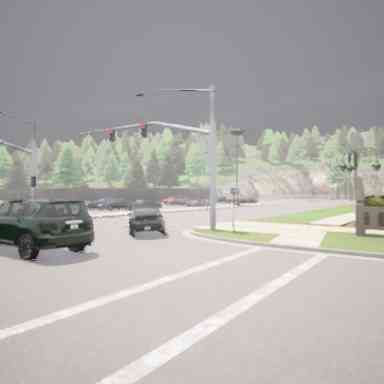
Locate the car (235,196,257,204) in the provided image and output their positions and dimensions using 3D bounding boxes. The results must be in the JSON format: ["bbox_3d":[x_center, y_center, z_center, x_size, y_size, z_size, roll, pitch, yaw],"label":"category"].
[{"bbox_3d":[10.916,1.618,64.974,2.033,1.411,5.357,0,0,36],"label":"car"}]

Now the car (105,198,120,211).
[{"bbox_3d":[-9.848,1.569,42.590,2.128,1.511,4.902,0,0,36],"label":"car"}]

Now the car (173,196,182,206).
[{"bbox_3d":[-0.502,1.582,55.351,1.837,1.490,4.892,0,0,36],"label":"car"}]

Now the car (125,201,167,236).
[{"bbox_3d":[-2.513,1.536,18.770,1.837,1.490,4.892,-3,0,-7],"label":"car"}]

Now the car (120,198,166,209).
[{"bbox_3d":[-6.063,1.617,41.831,2.033,1.411,5.357,0,0,36],"label":"car"}]

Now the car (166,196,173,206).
[{"bbox_3d":[-3.165,1.437,57.623,2.097,1.767,4.553,0,0,37],"label":"car"}]

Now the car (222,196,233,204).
[{"bbox_3d":[8.775,1.520,67.959,1.882,1.535,5.008,0,0,36],"label":"car"}]

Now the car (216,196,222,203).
[{"bbox_3d":[5.729,1.579,69.721,2.128,1.511,4.902,0,0,36],"label":"car"}]

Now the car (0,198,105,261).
[{"bbox_3d":[-6.105,1.251,12.646,5.566,2.045,2.150,0,0,36],"label":"car"}]

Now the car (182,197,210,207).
[{"bbox_3d":[0.987,1.669,51.481,1.895,1.301,4.718,0,0,36],"label":"car"}]

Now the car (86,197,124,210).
[{"bbox_3d":[-11.908,1.564,45.681,1.882,1.535,5.008,0,0,36],"label":"car"}]
